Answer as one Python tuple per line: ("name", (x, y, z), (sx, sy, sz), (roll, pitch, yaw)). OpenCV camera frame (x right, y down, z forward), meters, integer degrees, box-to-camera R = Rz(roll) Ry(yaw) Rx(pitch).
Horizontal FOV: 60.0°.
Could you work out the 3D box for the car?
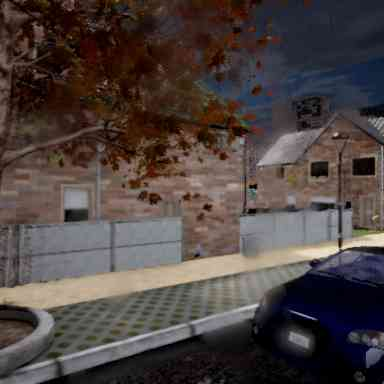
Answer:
("car", (2.897, 1.589, 5.134), (4.181, 1.385, 1.994), (0, 0, -36))
